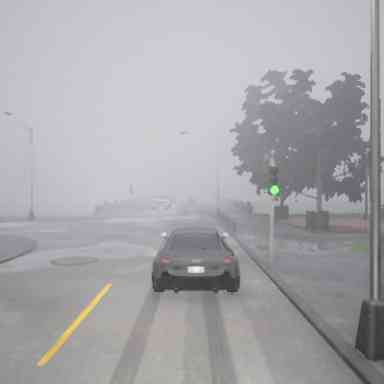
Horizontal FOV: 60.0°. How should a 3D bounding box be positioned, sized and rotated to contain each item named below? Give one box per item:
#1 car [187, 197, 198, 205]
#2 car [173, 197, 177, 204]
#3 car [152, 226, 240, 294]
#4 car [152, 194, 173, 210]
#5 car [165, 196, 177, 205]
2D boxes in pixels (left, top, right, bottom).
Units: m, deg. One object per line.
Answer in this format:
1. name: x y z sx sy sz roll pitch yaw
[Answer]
1. car: 0.052 1.612 63.879 1.882 1.535 5.008 0 0 0
2. car: -4.104 1.664 55.392 2.033 1.411 5.357 0 0 0
3. car: 0.079 1.582 8.881 1.994 1.385 4.181 0 0 0
4. car: -4.133 1.317 45.141 2.150 2.045 5.566 0 0 0
5. car: -4.048 1.630 65.635 2.128 1.511 4.902 0 0 0
